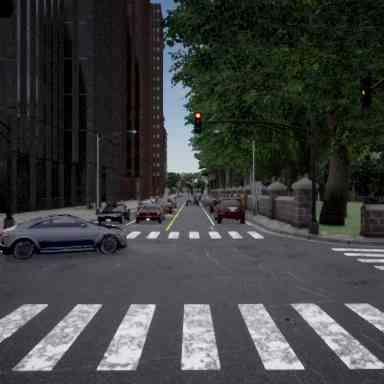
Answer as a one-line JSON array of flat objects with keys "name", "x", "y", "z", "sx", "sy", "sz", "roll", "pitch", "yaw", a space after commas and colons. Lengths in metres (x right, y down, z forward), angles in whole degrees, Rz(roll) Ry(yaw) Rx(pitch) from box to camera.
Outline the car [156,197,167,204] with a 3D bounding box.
[{"name": "car", "x": -5.736, "y": 1.633, "z": 63.249, "sx": 1.802, "sy": 1.307, "sz": 4.206, "roll": 0, "pitch": 0, "yaw": 0}]

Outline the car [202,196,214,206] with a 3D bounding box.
[{"name": "car", "x": 2.787, "y": 1.486, "z": 57.794, "sx": 1.967, "sy": 1.590, "sz": 4.097, "roll": 0, "pitch": 0, "yaw": 0}]

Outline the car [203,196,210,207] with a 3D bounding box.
[{"name": "car", "x": 2.780, "y": 1.578, "z": 41.424, "sx": 2.008, "sy": 1.369, "sz": 4.403, "roll": 0, "pitch": 0, "yaw": 0}]

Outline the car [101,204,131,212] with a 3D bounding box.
[{"name": "car", "x": -5.752, "y": 1.576, "z": 25.050, "sx": 1.947, "sy": 1.339, "sz": 4.313, "roll": 0, "pitch": 0, "yaw": 0}]

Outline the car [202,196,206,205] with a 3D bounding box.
[{"name": "car", "x": 2.782, "y": 1.584, "z": 46.881, "sx": 2.008, "sy": 1.369, "sz": 4.403, "roll": 0, "pitch": 0, "yaw": 0}]

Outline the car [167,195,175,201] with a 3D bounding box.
[{"name": "car", "x": -5.725, "y": 1.531, "z": 90.534, "sx": 1.967, "sy": 1.590, "sz": 4.097, "roll": 0, "pitch": 0, "yaw": 0}]

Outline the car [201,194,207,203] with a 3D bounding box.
[{"name": "car", "x": 2.784, "y": 1.480, "z": 52.338, "sx": 1.967, "sy": 1.590, "sz": 4.097, "roll": 0, "pitch": 0, "yaw": 0}]

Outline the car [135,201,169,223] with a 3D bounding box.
[{"name": "car", "x": -3.089, "y": 1.611, "z": 25.495, "sx": 1.895, "sy": 1.301, "sz": 4.718, "roll": 0, "pitch": 0, "yaw": 0}]

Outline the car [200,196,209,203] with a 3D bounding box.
[{"name": "car", "x": 2.793, "y": 1.591, "z": 74.334, "sx": 1.752, "sy": 1.417, "sz": 4.829, "roll": 0, "pitch": 0, "yaw": 0}]

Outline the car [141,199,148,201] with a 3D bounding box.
[{"name": "car", "x": -5.745, "y": 1.578, "z": 41.420, "sx": 2.008, "sy": 1.369, "sz": 4.403, "roll": 0, "pitch": 0, "yaw": 0}]

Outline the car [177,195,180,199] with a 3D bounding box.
[{"name": "car", "x": -3.071, "y": 1.538, "z": 46.016, "sx": 1.837, "sy": 1.490, "sz": 4.892, "roll": 0, "pitch": 0, "yaw": 0}]

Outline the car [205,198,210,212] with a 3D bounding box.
[{"name": "car", "x": 2.778, "y": 1.587, "z": 35.968, "sx": 1.947, "sy": 1.339, "sz": 4.313, "roll": 0, "pitch": 0, "yaw": 0}]

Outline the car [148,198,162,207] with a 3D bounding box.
[{"name": "car", "x": -5.741, "y": 1.621, "z": 52.335, "sx": 1.802, "sy": 1.307, "sz": 4.206, "roll": 0, "pitch": 0, "yaw": 0}]

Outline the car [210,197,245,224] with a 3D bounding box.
[{"name": "car", "x": 2.773, "y": 1.325, "z": 25.056, "sx": 2.192, "sy": 1.841, "sz": 5.009, "roll": 0, "pitch": 0, "yaw": 0}]

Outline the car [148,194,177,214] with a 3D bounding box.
[{"name": "car", "x": -3.084, "y": 1.373, "z": 35.488, "sx": 2.097, "sy": 1.767, "sz": 4.553, "roll": 0, "pitch": 0, "yaw": 1}]

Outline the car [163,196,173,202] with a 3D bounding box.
[{"name": "car", "x": -5.730, "y": 1.618, "z": 79.620, "sx": 1.887, "sy": 1.381, "sz": 4.507, "roll": 0, "pitch": 0, "yaw": 0}]

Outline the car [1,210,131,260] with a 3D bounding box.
[{"name": "car", "x": -4.494, "y": 1.510, "z": 12.015, "sx": 4.181, "sy": 1.385, "sz": 1.994, "roll": 1, "pitch": 0, "yaw": -26}]

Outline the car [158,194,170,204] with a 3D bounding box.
[{"name": "car", "x": -5.734, "y": 1.373, "z": 68.706, "sx": 2.192, "sy": 1.841, "sz": 5.009, "roll": 0, "pitch": 0, "yaw": 0}]

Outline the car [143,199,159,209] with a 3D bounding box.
[{"name": "car", "x": -5.743, "y": 1.615, "z": 46.877, "sx": 1.802, "sy": 1.307, "sz": 4.206, "roll": 0, "pitch": 0, "yaw": 0}]

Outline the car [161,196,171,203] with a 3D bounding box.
[{"name": "car", "x": -5.732, "y": 1.610, "z": 74.163, "sx": 1.887, "sy": 1.381, "sz": 4.507, "roll": 0, "pitch": 0, "yaw": 0}]

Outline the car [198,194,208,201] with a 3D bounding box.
[{"name": "car", "x": 2.798, "y": 1.397, "z": 85.077, "sx": 2.192, "sy": 1.841, "sz": 5.009, "roll": 0, "pitch": 0, "yaw": 0}]

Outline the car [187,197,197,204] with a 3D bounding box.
[{"name": "car", "x": 0.027, "y": 1.618, "z": 65.591, "sx": 1.994, "sy": 1.385, "sz": 4.181, "roll": 0, "pitch": 0, "yaw": 0}]

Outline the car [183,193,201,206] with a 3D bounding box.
[{"name": "car", "x": 0.078, "y": 1.395, "z": 55.328, "sx": 2.097, "sy": 1.767, "sz": 4.553, "roll": 0, "pitch": 0, "yaw": 0}]
